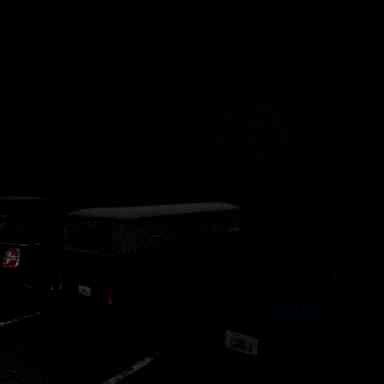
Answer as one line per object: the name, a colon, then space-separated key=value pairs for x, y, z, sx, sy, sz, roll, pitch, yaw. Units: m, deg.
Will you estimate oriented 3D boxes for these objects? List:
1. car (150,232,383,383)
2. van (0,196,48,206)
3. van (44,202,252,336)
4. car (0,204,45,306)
car: x=1.831 y=1.499 z=5.103 sx=2.163 sy=1.488 sz=4.792 roll=1 pitch=0 yaw=35
van: x=-7.224 y=1.130 z=11.384 sx=1.878 sy=1.987 sz=4.442 roll=1 pitch=1 yaw=35
van: x=-0.358 y=1.222 z=6.772 sx=1.878 sy=1.987 sz=4.442 roll=1 pitch=0 yaw=36
car: x=-2.792 y=1.295 z=8.327 sx=2.185 sy=1.767 sz=4.553 roll=1 pitch=0 yaw=36
